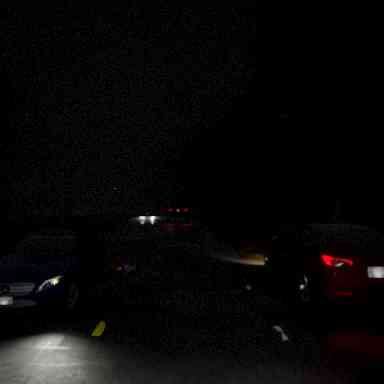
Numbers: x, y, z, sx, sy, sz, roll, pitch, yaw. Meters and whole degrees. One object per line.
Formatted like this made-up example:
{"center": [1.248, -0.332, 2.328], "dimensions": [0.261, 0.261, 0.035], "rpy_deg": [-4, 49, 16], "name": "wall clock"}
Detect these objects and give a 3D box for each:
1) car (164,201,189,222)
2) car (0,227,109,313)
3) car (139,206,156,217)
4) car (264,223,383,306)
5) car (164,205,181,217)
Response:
{"center": [-1.507, 1.892, 33.495], "dimensions": [2.150, 2.045, 5.566], "rpy_deg": [0, -1, -5], "name": "car"}
{"center": [-3.248, 1.625, 7.982], "dimensions": [1.812, 1.442, 4.674], "rpy_deg": [0, -1, -1], "name": "car"}
{"center": [-5.696, 2.510, 42.783], "dimensions": [1.994, 1.385, 4.181], "rpy_deg": [0, -2, -7], "name": "car"}
{"center": [3.147, 1.456, 8.059], "dimensions": [2.163, 1.488, 4.792], "rpy_deg": [0, -1, -1], "name": "car"}
{"center": [-2.655, 2.529, 44.267], "dimensions": [2.033, 1.411, 5.357], "rpy_deg": [0, -2, -7], "name": "car"}
